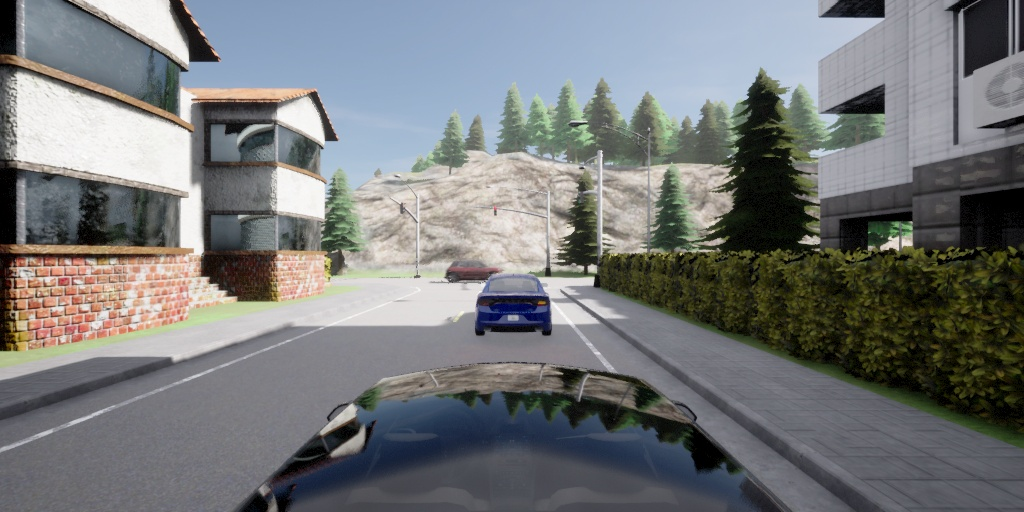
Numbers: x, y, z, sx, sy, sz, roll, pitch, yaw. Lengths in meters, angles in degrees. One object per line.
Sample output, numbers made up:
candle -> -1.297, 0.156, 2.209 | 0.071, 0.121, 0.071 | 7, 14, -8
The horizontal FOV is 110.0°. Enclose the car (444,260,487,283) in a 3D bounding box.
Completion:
car -> -2.685, 1.102, 26.920 | 4.553, 1.767, 2.097 | 0, 0, 1

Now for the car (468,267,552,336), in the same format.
car -> 0.047, 1.228, 10.459 | 1.882, 1.535, 5.008 | 0, 0, 0
